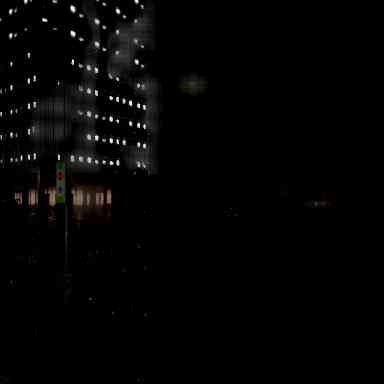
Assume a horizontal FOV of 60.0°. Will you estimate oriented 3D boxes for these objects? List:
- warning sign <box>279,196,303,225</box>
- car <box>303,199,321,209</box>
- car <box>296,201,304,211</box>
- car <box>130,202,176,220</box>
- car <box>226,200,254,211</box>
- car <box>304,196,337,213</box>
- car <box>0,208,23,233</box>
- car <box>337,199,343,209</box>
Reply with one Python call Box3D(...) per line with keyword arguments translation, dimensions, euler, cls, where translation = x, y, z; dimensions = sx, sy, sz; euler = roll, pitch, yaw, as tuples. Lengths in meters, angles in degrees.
Box3D(translation=(6.825, 1.251, 22.955), dimensions=(1.300, 1.860, 1.060), euler=(0, 0, 34), cls="warning sign")
Box3D(translation=(19.142, 1.879, 52.744), dimensions=(1.812, 1.442, 4.674), euler=(0, 0, 31), cls="car")
Box3D(translation=(14.128, 1.900, 44.679), dimensions=(1.895, 1.301, 4.718), euler=(0, -1, 33), cls="car")
Box3D(translation=(-3.492, 1.672, 30.378), dimensions=(1.882, 1.535, 5.008), euler=(0, 0, 34), cls="car")
Box3D(translation=(6.584, 1.855, 45.228), dimensions=(2.033, 1.411, 5.357), euler=(0, -1, 34), cls="car")
Box3D(translation=(16.412, 1.501, 42.238), dimensions=(2.150, 2.045, 5.566), euler=(0, -1, 34), cls="car")
Box3D(translation=(-12.015, 1.603, 18.401), dimensions=(1.837, 1.490, 4.892), euler=(0, 0, 38), cls="car")
Box3D(translation=(21.921, 1.817, 51.058), dimensions=(1.882, 1.535, 5.008), euler=(0, 0, 31), cls="car")
